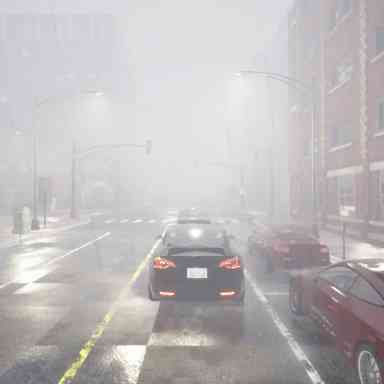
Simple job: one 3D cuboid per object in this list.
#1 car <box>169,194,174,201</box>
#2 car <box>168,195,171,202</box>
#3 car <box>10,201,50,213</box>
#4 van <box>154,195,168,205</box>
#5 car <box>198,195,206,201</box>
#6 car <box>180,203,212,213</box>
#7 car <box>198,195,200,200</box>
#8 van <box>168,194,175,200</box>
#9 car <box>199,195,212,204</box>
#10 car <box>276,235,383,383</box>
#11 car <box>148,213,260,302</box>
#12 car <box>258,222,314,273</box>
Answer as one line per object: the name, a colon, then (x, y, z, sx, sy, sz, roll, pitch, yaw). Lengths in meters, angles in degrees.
car: (-5.746, 1.607, 76.533, 1.802, 1.307, 4.206, 1, 0, 0)
car: (-5.736, 1.602, 65.228, 1.802, 1.307, 4.206, 1, 0, 0)
car: (-18.744, 1.730, 38.655, 4.313, 1.339, 1.947, 0, -1, 0)
van: (-5.727, 1.359, 59.576, 1.690, 1.788, 3.998, 1, 0, 0)
car: (2.625, 1.597, 87.806, 1.947, 1.339, 4.313, 1, 0, 0)
car: (0.086, 1.552, 17.608, 2.033, 1.411, 5.357, 0, 0, -1)
car: (2.630, 1.573, 82.155, 1.887, 1.381, 4.507, 1, 0, 0)
van: (-5.756, 1.376, 93.490, 1.690, 1.788, 3.998, 1, 0, 0)
car: (2.650, 1.544, 59.715, 1.752, 1.417, 4.829, 1, 0, 0)
car: (2.663, 1.583, 4.635, 1.802, 1.307, 4.206, 1, 0, 0)
car: (0.093, 1.506, 8.336, 2.163, 1.488, 4.792, 0, 0, 0)
car: (2.828, 1.585, 10.291, 1.802, 1.307, 4.206, 1, 0, 0)
